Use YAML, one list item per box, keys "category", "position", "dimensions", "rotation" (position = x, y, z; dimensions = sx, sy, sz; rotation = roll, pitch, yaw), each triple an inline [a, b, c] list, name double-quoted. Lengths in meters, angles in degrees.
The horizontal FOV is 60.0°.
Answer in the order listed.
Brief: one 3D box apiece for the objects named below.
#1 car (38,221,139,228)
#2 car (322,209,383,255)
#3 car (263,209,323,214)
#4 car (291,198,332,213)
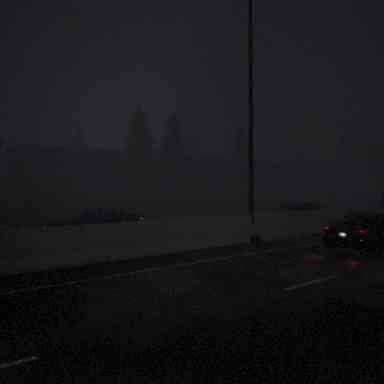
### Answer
- category: "car"
  position: [-5.180, 1.510, 17.495]
  dimensions: [5.357, 1.411, 2.033]
  rotation: [0, 0, -36]
- category: "car"
  position: [7.018, 1.481, 13.057]
  dimensions: [4.181, 1.385, 1.994]
  rotation: [0, 0, -36]
- category: "car"
  position: [6.561, 1.395, 21.577]
  dimensions: [4.892, 1.490, 1.837]
  rotation: [0, 0, -36]
- category: "car"
  position: [12.326, 1.377, 34.291]
  dimensions: [4.181, 1.385, 1.994]
  rotation: [0, 0, -36]
